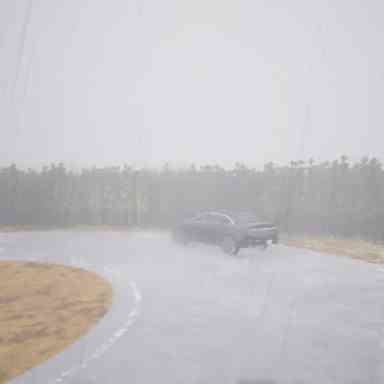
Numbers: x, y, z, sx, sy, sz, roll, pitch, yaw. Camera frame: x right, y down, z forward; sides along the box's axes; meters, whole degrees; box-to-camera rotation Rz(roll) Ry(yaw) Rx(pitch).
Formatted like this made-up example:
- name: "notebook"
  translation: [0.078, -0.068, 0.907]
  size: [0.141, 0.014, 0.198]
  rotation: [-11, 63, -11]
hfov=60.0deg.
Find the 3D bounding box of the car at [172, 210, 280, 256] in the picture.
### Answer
- name: "car"
  translation: [1.125, 1.477, 13.238]
  size: [2.128, 1.511, 4.902]
  rotation: [0, 0, -39]
